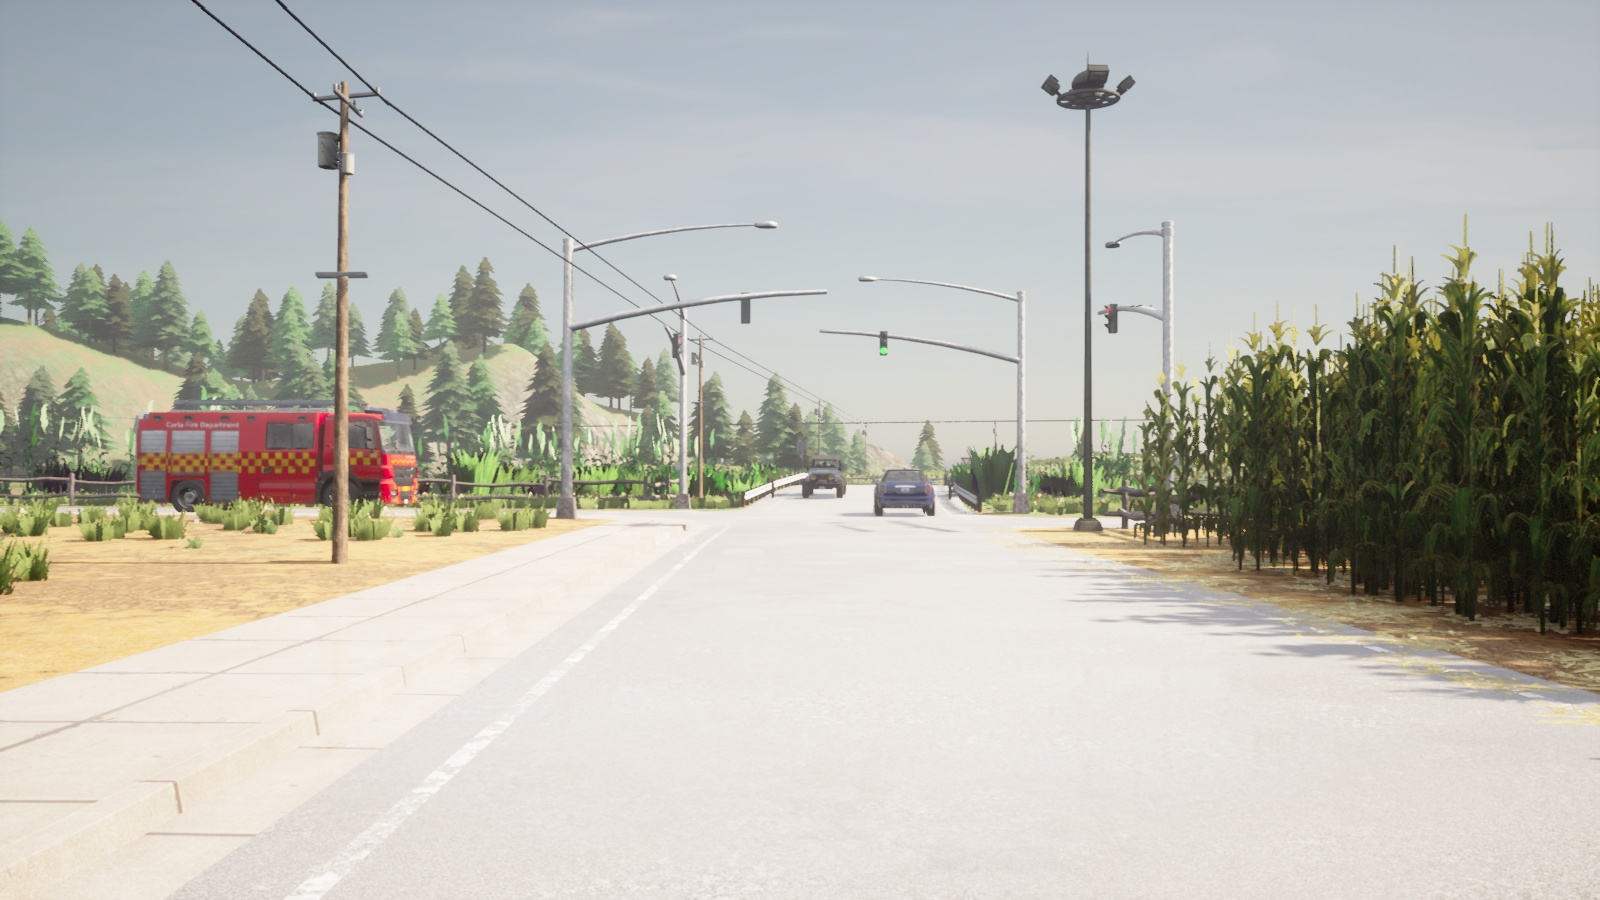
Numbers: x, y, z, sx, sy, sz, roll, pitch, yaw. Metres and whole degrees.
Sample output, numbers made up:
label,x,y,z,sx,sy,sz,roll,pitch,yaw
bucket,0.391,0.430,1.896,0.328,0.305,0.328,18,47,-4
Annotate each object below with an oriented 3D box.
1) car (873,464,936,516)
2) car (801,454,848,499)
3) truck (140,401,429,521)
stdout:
label,x,y,z,sx,sy,sz,roll,pitch,yaw
car,3.734,1.408,45.425,2.097,1.767,4.553,0,-1,3
car,1.172,1.208,58.892,1.905,1.878,3.866,0,2,5
truck,-17.032,0.374,41.829,8.468,3.827,2.891,0,-1,2
